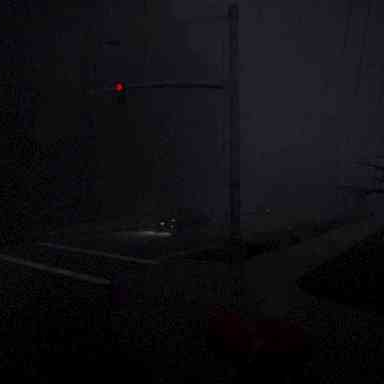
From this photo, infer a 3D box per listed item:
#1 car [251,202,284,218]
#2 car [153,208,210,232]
[{"bbox_3d":[7.463,1.667,32.253,1.812,1.442,4.674,-1,0,36],"label":"car"},{"bbox_3d":[-0.588,1.708,21.472,1.994,1.385,4.181,-1,0,37],"label":"car"}]
